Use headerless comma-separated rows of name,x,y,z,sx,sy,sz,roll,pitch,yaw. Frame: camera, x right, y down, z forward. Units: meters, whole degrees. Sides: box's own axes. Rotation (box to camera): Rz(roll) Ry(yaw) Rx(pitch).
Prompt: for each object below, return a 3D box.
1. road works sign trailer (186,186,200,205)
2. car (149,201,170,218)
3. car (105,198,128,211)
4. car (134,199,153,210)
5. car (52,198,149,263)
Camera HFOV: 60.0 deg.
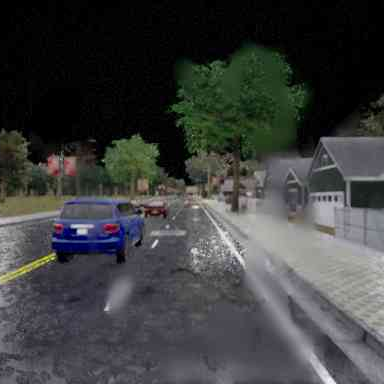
road works sign trailer,0.045,0.601,62.464,2.380,3.560,2.880,0,0,0
car,-3.129,1.522,30.498,1.882,1.535,5.008,0,0,0
car,-9.803,1.554,43.609,1.882,1.535,5.008,0,0,0
car,-6.549,1.646,45.441,1.994,1.385,4.181,0,0,0
car,-3.142,1.234,12.214,2.150,2.045,5.566,0,0,0
